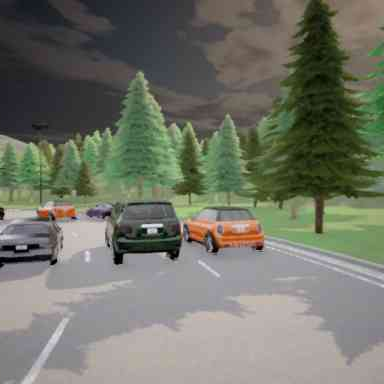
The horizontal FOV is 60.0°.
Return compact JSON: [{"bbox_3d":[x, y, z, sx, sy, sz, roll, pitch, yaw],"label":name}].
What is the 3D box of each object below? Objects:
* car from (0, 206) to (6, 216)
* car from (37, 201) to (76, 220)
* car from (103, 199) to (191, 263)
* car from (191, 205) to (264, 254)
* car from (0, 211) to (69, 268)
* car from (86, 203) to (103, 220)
[{"bbox_3d":[-18.701,1.729,30.245,5.008,1.535,1.882,-1,0,42],"label":"car"},{"bbox_3d":[-11.871,1.534,28.958,2.097,1.767,4.553,-1,0,-42],"label":"car"},{"bbox_3d":[-1.993,1.270,12.471,2.150,2.045,5.566,0,0,-18],"label":"car"},{"bbox_3d":[1.124,1.374,13.895,2.097,1.767,4.553,-1,0,-17],"label":"car"},{"bbox_3d":[-5.623,1.629,11.770,2.033,1.411,5.357,0,0,-19],"label":"car"},{"bbox_3d":[-7.838,1.671,29.726,1.812,1.442,4.674,0,0,-40],"label":"car"}]
